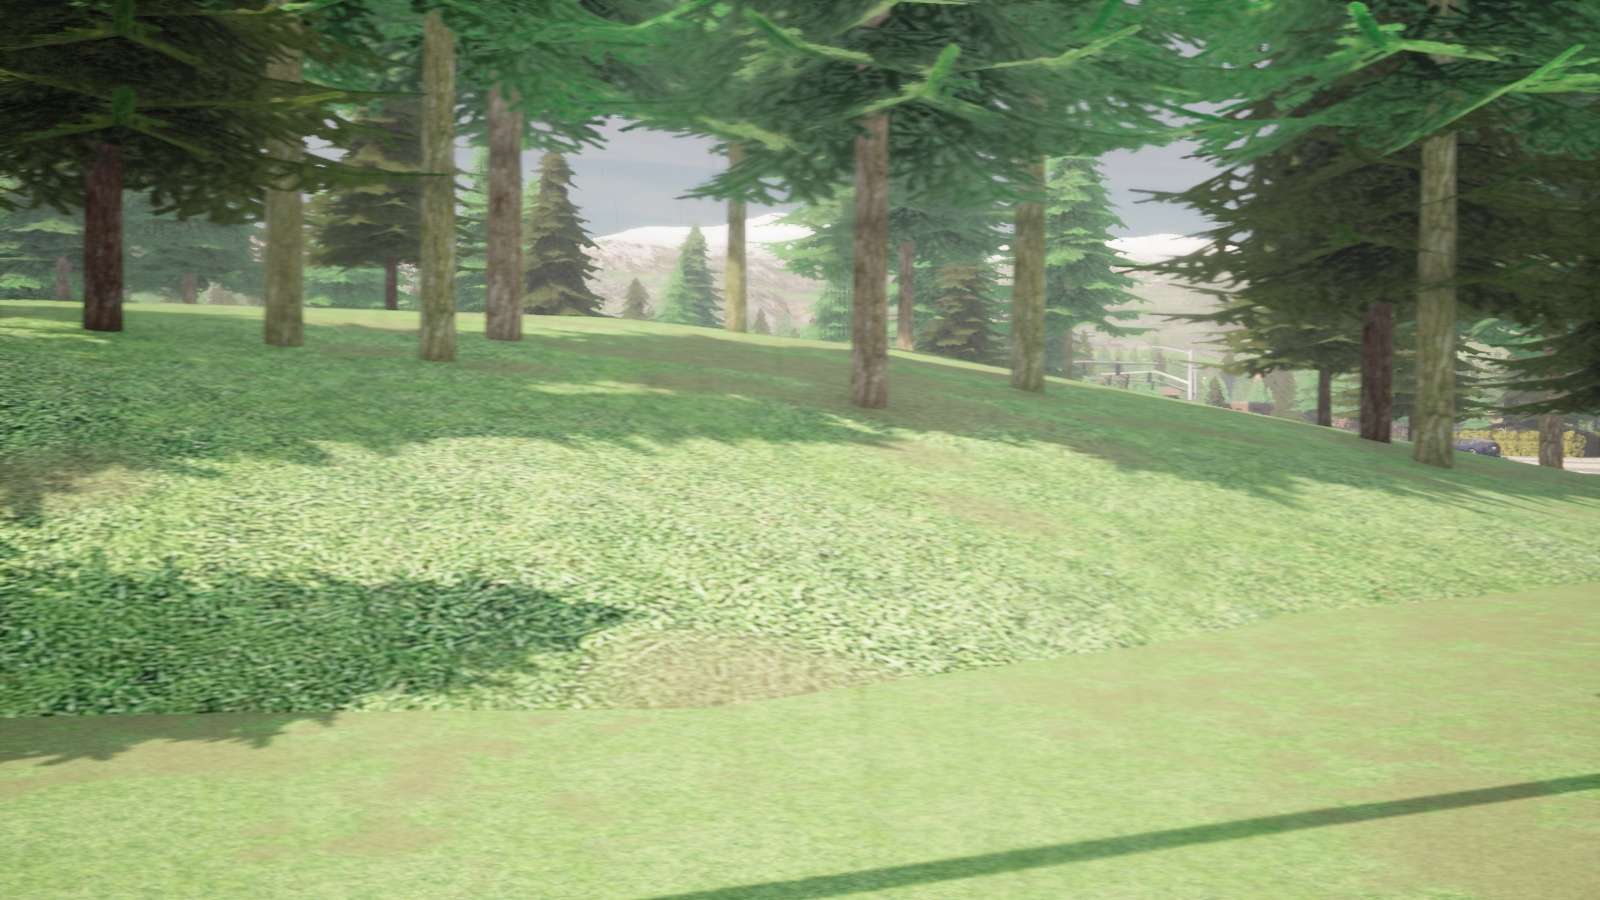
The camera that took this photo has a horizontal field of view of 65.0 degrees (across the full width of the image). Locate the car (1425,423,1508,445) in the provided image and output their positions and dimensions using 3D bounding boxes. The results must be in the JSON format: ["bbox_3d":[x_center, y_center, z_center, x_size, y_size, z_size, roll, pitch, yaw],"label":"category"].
[{"bbox_3d":[45.522,-1.094,85.904,2.163,1.488,4.792,-1,1,-21],"label":"car"}]
